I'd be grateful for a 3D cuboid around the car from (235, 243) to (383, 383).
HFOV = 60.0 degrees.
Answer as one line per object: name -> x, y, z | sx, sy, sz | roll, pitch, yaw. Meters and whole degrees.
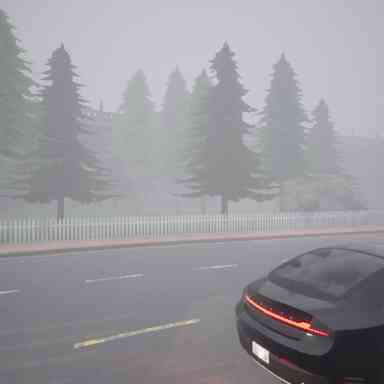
car -> 2.945, 1.505, 4.679 | 4.892, 1.490, 1.837 | 0, 0, -25
